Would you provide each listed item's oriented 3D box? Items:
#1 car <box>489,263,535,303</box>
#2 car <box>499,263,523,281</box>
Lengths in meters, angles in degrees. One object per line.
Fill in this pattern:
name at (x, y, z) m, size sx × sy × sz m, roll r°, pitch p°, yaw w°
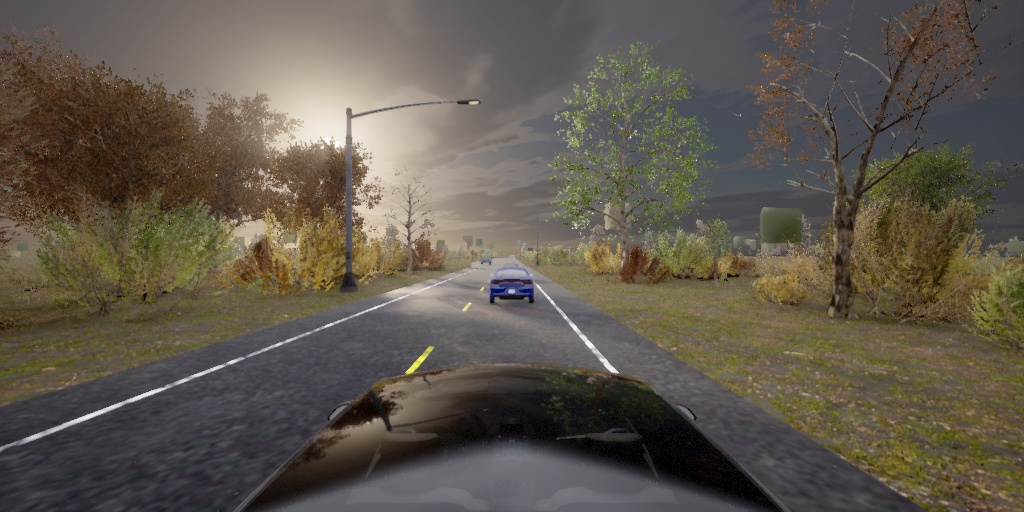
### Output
car at (-0.017, 1.233, 16.505) m, size 1.882 × 1.535 × 5.008 m, roll 0°, pitch 0°, yaw 0°
car at (-0.078, 1.321, 31.509) m, size 1.994 × 1.385 × 4.181 m, roll 0°, pitch 0°, yaw 0°
